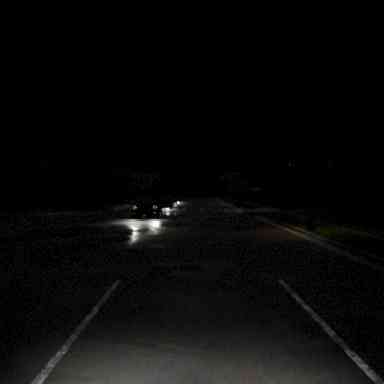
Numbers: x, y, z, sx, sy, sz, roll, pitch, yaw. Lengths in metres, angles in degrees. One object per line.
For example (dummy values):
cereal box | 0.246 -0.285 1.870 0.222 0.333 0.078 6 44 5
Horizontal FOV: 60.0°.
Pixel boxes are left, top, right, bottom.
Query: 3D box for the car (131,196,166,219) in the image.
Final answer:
car | -3.589 1.160 27.127 2.097 1.767 4.553 0 0 0

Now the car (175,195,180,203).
car | -3.514 1.224 58.532 1.812 1.442 4.674 0 0 1

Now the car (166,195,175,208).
car | -3.581 1.344 42.719 1.994 1.385 4.181 0 0 0

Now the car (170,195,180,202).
car | -3.498 1.242 68.754 1.895 1.301 4.718 0 0 0
